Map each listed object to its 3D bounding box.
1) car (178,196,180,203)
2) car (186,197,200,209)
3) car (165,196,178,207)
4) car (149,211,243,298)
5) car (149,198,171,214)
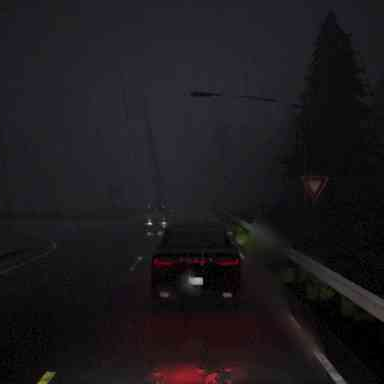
[{"bbox_3d":[-3.469,1.466,69.279,1.812,1.442,4.674,0,0,0],"label":"car"},{"bbox_3d":[0.121,1.435,45.257,1.882,1.535,5.008,0,0,0],"label":"car"},{"bbox_3d":[-3.558,1.477,51.484,1.812,1.442,4.674,0,0,0],"label":"car"},{"bbox_3d":[0.088,1.470,8.531,1.882,1.535,5.008,0,0,0],"label":"car"},{"bbox_3d":[-3.580,1.567,35.598,1.895,1.301,4.718,0,0,0],"label":"car"}]
